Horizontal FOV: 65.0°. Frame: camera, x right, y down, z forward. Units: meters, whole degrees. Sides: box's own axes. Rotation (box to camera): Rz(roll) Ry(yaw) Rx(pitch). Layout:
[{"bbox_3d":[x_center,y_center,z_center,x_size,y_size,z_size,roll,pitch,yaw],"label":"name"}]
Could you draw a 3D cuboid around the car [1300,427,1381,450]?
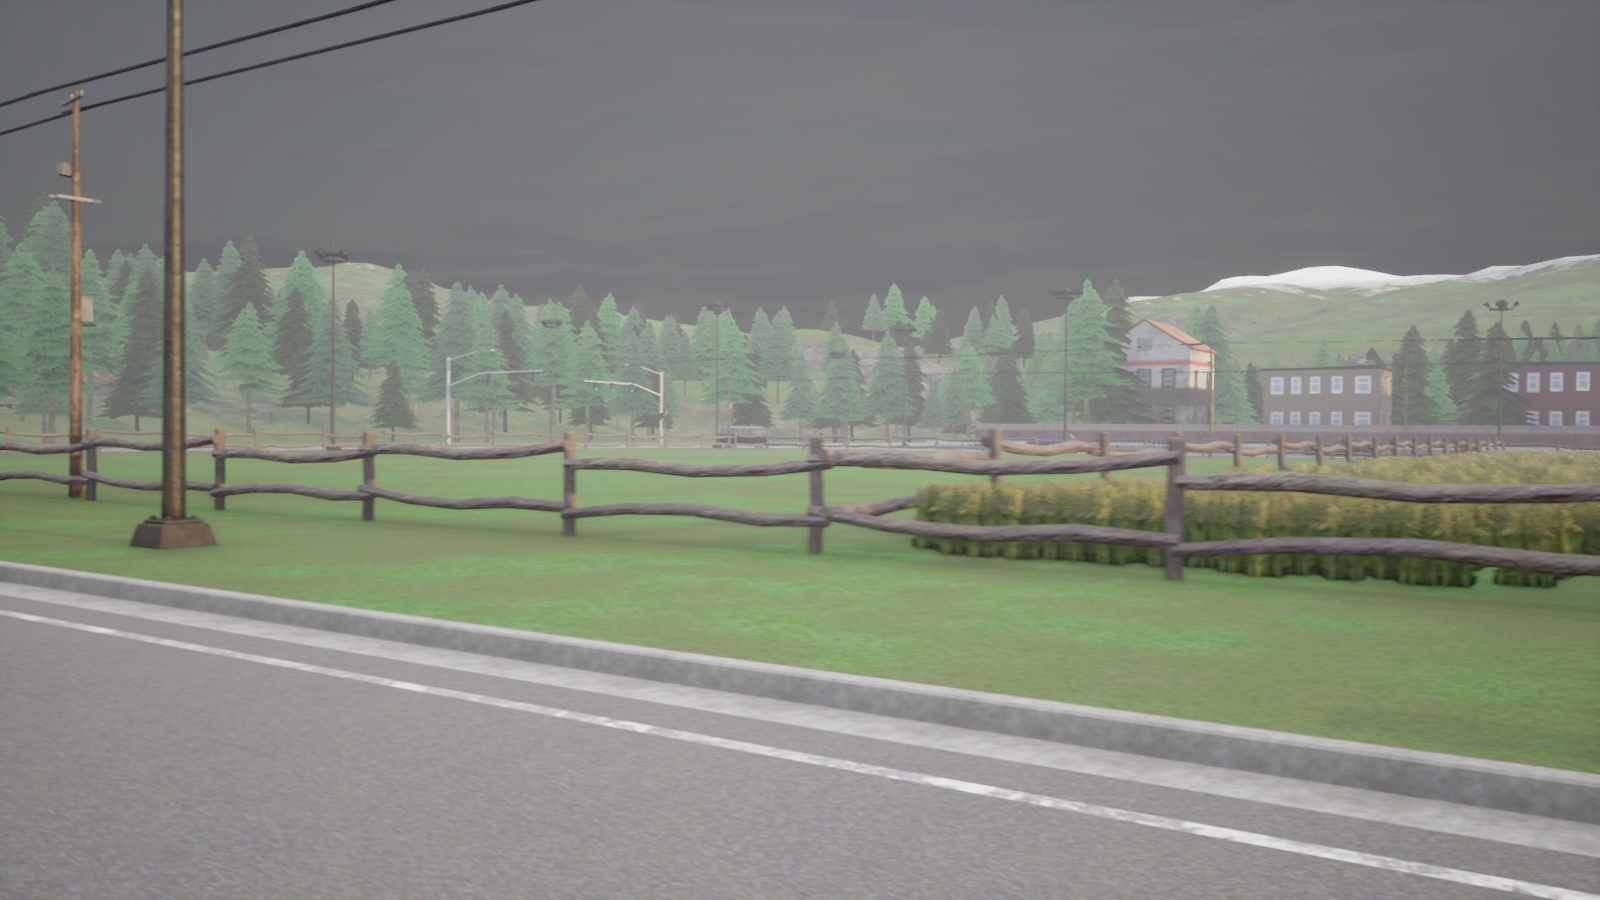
[{"bbox_3d":[37.266,-0.790,86.581,4.892,1.490,1.837,0,1,34],"label":"car"}]
